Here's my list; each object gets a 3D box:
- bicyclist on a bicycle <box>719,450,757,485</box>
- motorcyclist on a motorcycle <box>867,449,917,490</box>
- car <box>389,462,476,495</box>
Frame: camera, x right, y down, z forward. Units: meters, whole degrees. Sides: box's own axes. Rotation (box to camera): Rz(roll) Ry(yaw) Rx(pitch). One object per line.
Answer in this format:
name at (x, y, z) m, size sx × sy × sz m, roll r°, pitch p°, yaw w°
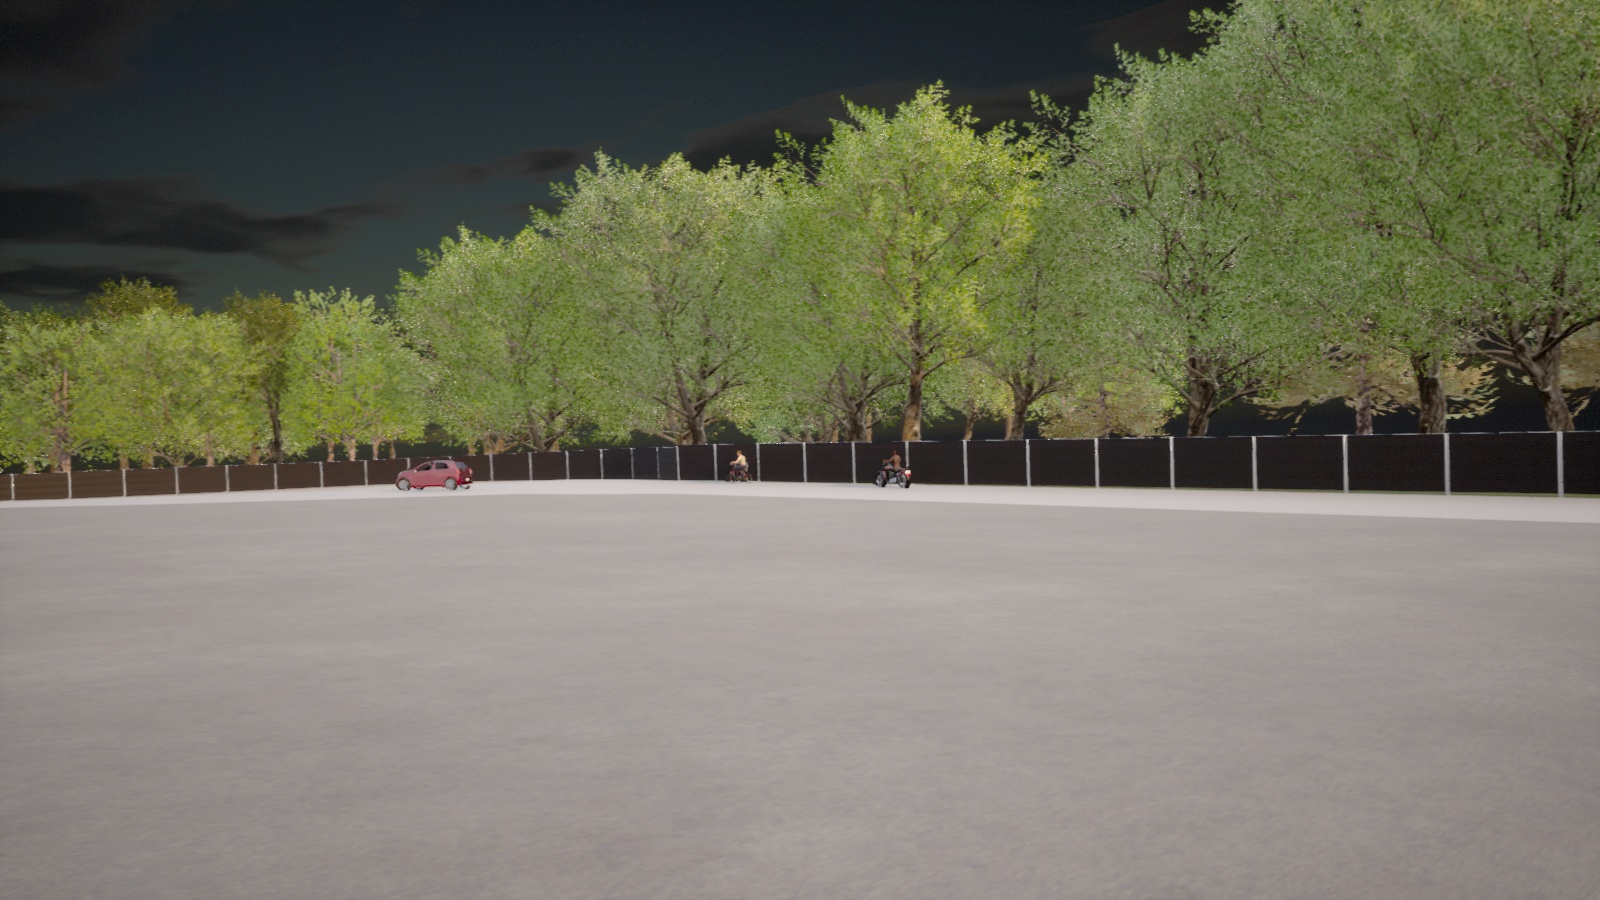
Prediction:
bicyclist on a bicycle at (-2.967, 0.860, 60.286) m, size 1.509 × 1.612 × 0.866 m, roll -1°, pitch 2°, yaw 33°
motorcyclist on a motorcycle at (3.867, 0.809, 52.884) m, size 0.766 × 1.649 × 2.350 m, roll -4°, pitch 2°, yaw -33°
car at (-18.212, 1.396, 62.288) m, size 3.633 × 1.501 × 1.845 m, roll -2°, pitch 0°, yaw 12°
